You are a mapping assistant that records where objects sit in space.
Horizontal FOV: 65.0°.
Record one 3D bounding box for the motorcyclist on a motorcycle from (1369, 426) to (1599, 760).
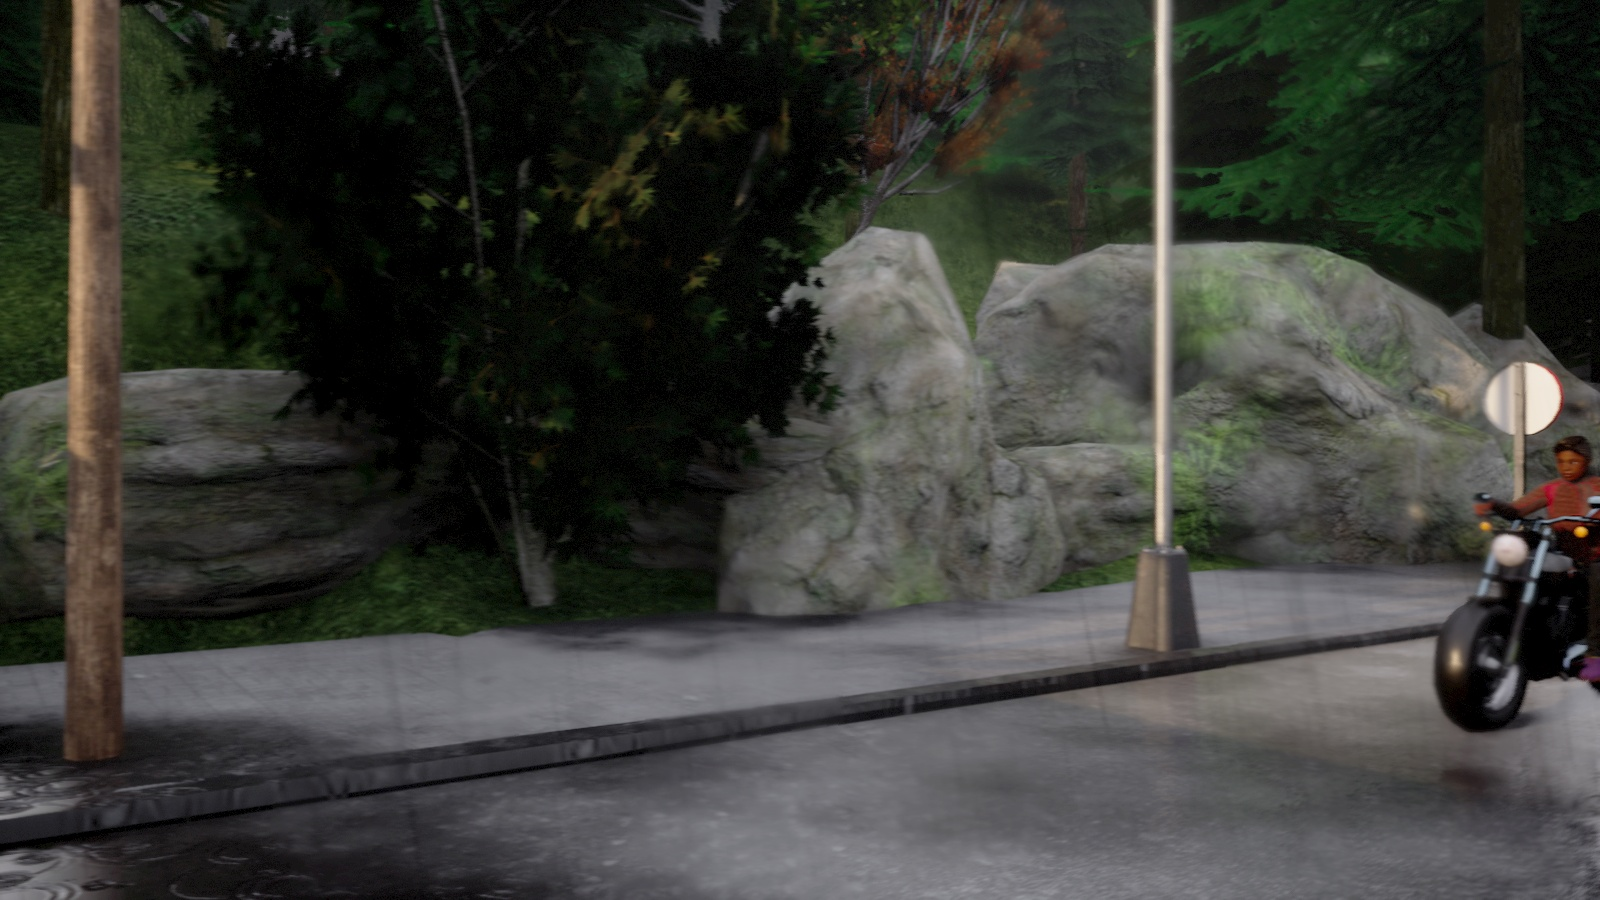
[{"bbox_3d":[4.286,0.703,7.182,2.350,1.649,0.766,0,0,-34],"label":"motorcyclist on a motorcycle"}]
